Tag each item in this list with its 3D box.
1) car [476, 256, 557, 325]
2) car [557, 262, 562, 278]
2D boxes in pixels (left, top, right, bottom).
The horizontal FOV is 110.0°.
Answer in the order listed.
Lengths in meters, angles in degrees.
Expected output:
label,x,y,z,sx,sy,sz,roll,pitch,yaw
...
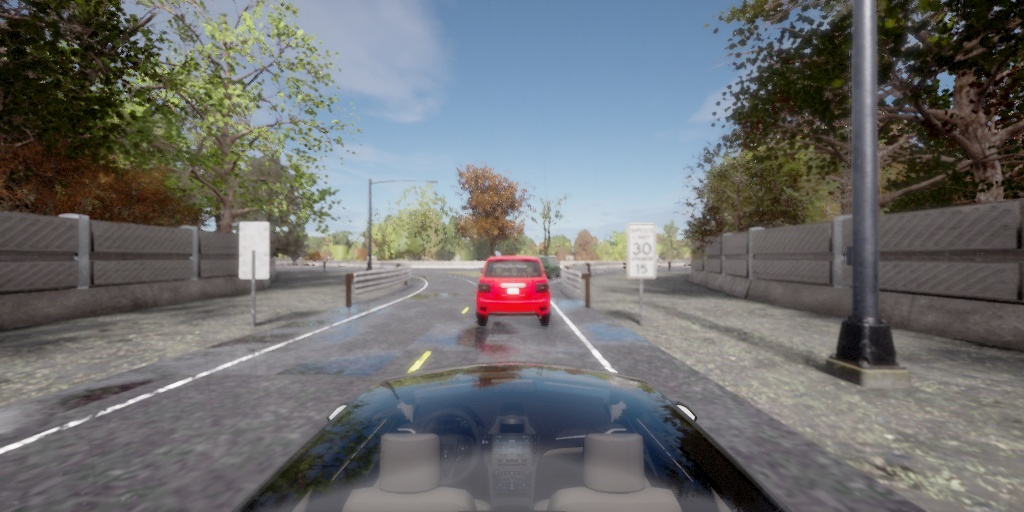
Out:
label,x,y,z,sx,sy,sz,roll,pitch,yaw
car,0.055,1.019,12.221,2.150,2.045,5.566,0,0,0
car,3.049,1.102,33.012,2.150,2.045,5.566,0,0,20
